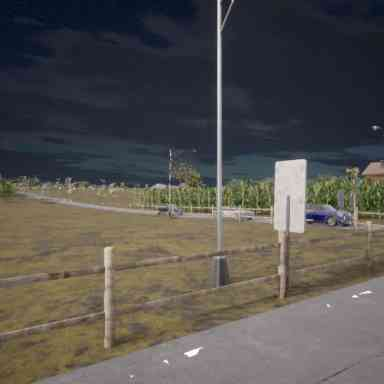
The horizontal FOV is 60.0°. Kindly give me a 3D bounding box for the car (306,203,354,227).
[{"bbox_3d":[9.948,1.667,25.497,2.097,1.767,4.553,3,-3,-37],"label":"car"}]

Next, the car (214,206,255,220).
[{"bbox_3d":[4.119,2.125,33.558,1.895,1.301,4.718,3,-3,-35],"label":"car"}]

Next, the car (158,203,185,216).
[{"bbox_3d":[-2.860,2.270,43.383,1.837,1.490,4.892,3,-2,-35],"label":"car"}]
